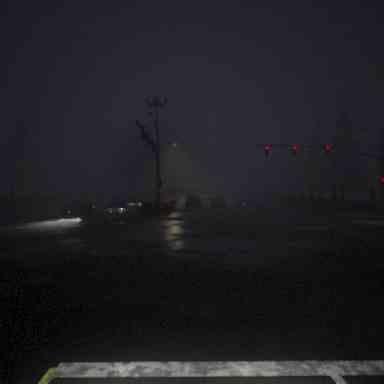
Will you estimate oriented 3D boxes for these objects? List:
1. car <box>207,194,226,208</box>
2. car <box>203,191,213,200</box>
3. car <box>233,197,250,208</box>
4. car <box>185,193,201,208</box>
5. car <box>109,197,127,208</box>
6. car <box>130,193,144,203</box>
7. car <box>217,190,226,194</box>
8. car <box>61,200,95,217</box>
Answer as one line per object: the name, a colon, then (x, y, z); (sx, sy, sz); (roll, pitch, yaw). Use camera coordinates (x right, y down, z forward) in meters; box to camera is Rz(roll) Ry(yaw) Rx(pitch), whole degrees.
car: (3.653, 1.478, 47.332); (2.128, 1.511, 4.902); (0, 0, 0)
car: (3.468, 0.603, 71.620); (2.097, 1.767, 4.553); (0, 4, 0)
car: (7.151, 1.512, 48.417); (1.812, 1.442, 4.674); (0, 0, 0)
car: (0.152, 1.339, 47.068); (2.097, 1.767, 4.553); (0, 0, 0)
car: (-10.539, 1.512, 47.594); (1.812, 1.442, 4.674); (0, 0, 0)
car: (-10.547, 1.074, 63.654); (2.097, 1.767, 4.553); (0, 3, 0)
car: (6.937, 0.184, 78.255); (1.812, 1.442, 4.674); (0, 7, 0)
car: (-10.559, 1.484, 31.008); (2.128, 1.511, 4.902); (0, 0, 0)
